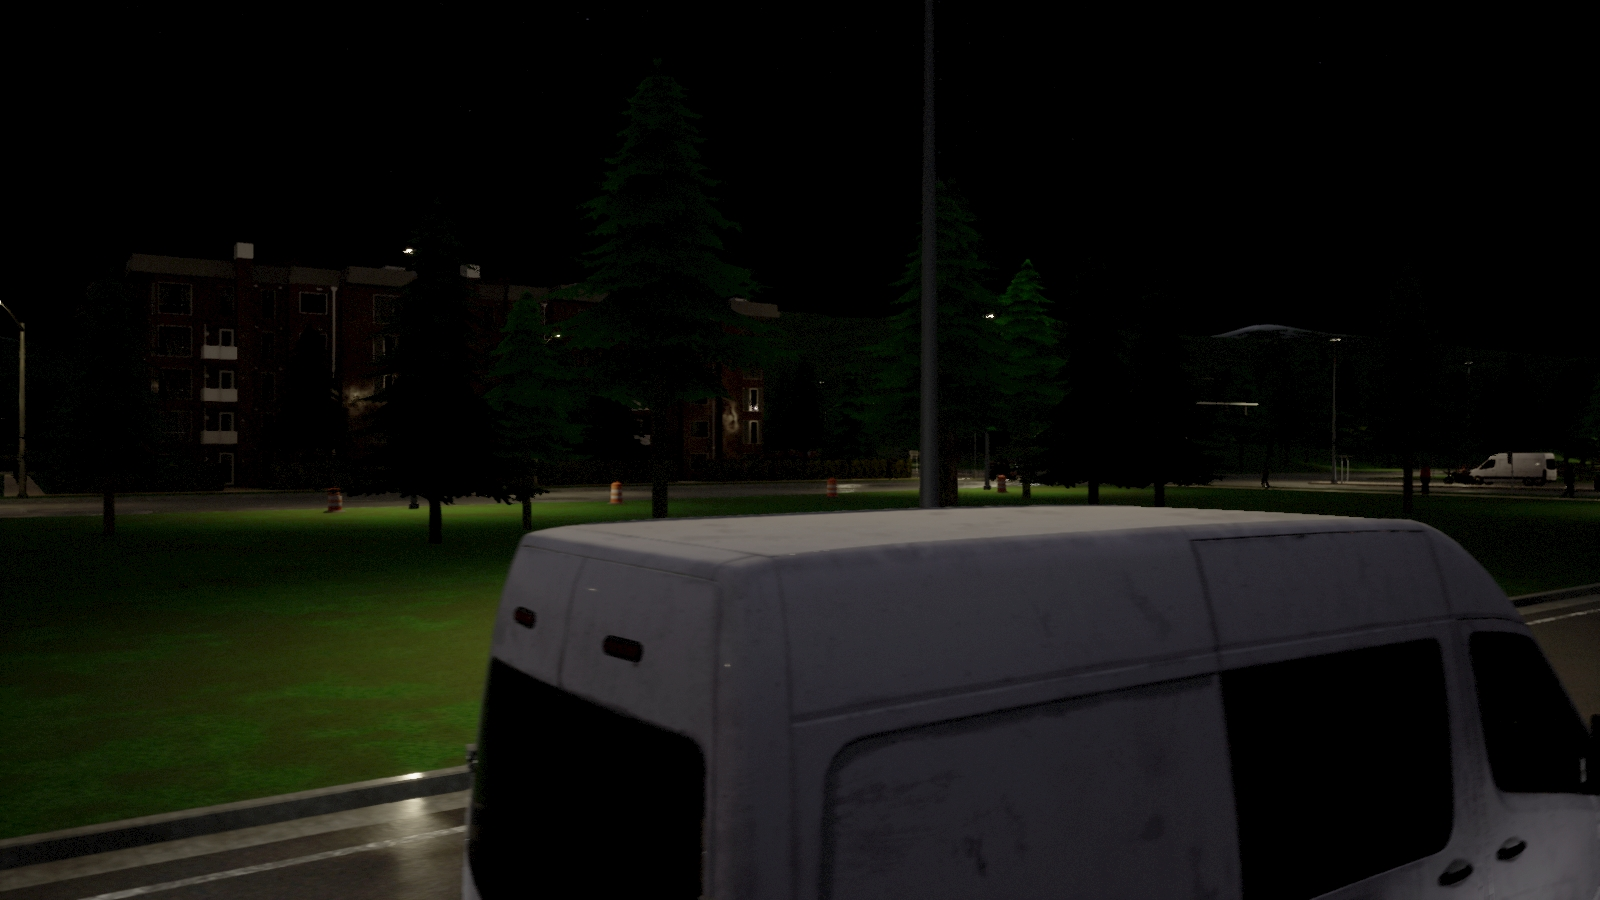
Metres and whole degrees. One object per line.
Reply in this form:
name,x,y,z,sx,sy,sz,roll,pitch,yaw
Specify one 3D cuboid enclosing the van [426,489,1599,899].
van,1.661,1.532,4.953,5.915,2.561,1.988,0,0,-35
